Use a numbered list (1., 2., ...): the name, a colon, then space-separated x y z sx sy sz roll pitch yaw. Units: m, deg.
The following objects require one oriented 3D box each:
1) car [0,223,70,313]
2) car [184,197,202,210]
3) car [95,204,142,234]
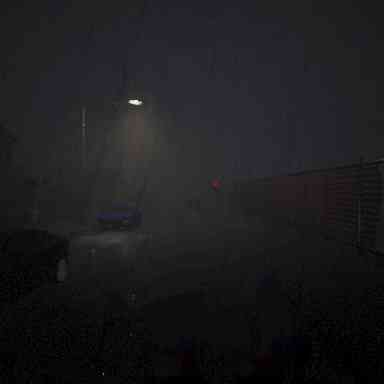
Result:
1. car: -4.092 1.459 6.631 1.882 1.535 5.008 0 0 0
2. car: 0.107 1.388 41.248 1.837 1.490 4.892 0 0 0
3. car: -4.050 1.424 18.955 1.882 1.535 5.008 0 0 1
